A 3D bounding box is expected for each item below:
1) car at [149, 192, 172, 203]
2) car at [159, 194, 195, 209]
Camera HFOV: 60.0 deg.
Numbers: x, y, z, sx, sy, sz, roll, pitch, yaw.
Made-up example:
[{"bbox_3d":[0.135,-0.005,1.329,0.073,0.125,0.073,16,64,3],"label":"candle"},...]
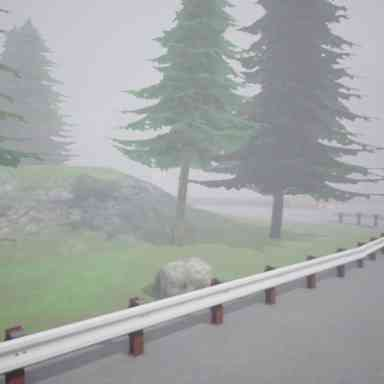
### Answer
[{"bbox_3d":[-7.357,0.918,82.848,5.566,2.045,2.150,1,1,37],"label":"car"},{"bbox_3d":[-1.876,1.445,47.820,4.892,1.490,1.837,0,0,37],"label":"car"}]
